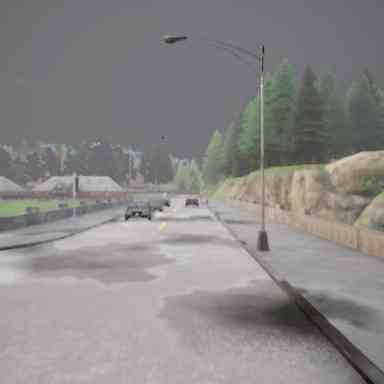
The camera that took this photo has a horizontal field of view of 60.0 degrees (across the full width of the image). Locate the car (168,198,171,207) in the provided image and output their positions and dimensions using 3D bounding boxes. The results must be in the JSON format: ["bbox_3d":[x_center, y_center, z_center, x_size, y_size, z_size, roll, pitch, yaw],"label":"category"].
[{"bbox_3d":[-4.009,1.452,46.925,1.895,1.301,4.718,0,0,0],"label":"car"}]

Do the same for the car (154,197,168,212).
[{"bbox_3d":[-4.084,1.388,36.743,1.837,1.490,4.892,0,0,0],"label":"car"}]

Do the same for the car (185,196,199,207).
[{"bbox_3d":[-0.008,1.325,48.094,1.882,1.535,5.008,0,0,0],"label":"car"}]

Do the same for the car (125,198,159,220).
[{"bbox_3d":[-4.100,1.479,26.728,1.994,1.385,4.181,0,0,0],"label":"car"}]
